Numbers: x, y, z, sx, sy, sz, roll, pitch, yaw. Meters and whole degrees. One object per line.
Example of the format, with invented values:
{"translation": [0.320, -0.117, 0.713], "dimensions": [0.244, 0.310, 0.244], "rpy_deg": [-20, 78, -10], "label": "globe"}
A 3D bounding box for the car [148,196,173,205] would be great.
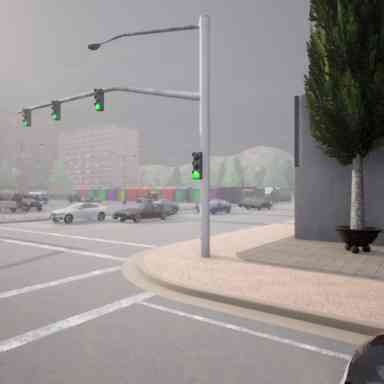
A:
{"translation": [-5.239, 1.393, 54.882], "dimensions": [3.806, 1.475, 1.970], "rpy_deg": [0, 0, 35], "label": "car"}

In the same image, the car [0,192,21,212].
{"translation": [-19.919, 1.151, 34.138], "dimensions": [4.605, 1.855, 1.932], "rpy_deg": [0, 0, 35], "label": "car"}

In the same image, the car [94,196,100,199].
{"translation": [-19.519, 1.360, 64.940], "dimensions": [3.905, 1.438, 1.784], "rpy_deg": [0, 0, 35], "label": "car"}

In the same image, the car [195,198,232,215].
{"translation": [2.436, 1.524, 34.547], "dimensions": [1.812, 1.442, 4.674], "rpy_deg": [0, 0, 37], "label": "car"}

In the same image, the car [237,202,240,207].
{"translation": [8.652, 1.546, 48.696], "dimensions": [2.033, 1.411, 5.357], "rpy_deg": [0, 0, 37], "label": "car"}

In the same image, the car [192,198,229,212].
{"translation": [2.316, 1.490, 40.252], "dimensions": [2.128, 1.511, 4.902], "rpy_deg": [0, 0, 37], "label": "car"}

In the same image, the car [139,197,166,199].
{"translation": [-3.160, 1.524, 32.890], "dimensions": [1.812, 1.442, 4.674], "rpy_deg": [0, 0, 37], "label": "car"}

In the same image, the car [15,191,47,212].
{"translation": [-18.205, 1.154, 36.471], "dimensions": [3.866, 1.878, 1.905], "rpy_deg": [0, 0, 35], "label": "car"}

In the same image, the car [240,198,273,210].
{"translation": [8.730, 1.546, 42.988], "dimensions": [2.033, 1.411, 5.357], "rpy_deg": [0, 0, 37], "label": "car"}

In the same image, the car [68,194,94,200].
{"translation": [-21.242, 1.150, 62.611], "dimensions": [4.605, 1.855, 1.932], "rpy_deg": [0, 0, 35], "label": "car"}

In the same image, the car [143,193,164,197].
{"translation": [-6.918, 1.154, 52.523], "dimensions": [3.866, 1.878, 1.905], "rpy_deg": [0, 0, 35], "label": "car"}

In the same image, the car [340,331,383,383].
{"translation": [3.358, 1.492, 1.570], "dimensions": [4.902, 1.511, 2.128], "rpy_deg": [0, 0, 36], "label": "car"}

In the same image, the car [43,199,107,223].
{"translation": [-8.546, 1.524, 25.547], "dimensions": [1.812, 1.442, 4.674], "rpy_deg": [0, 0, 38], "label": "car"}

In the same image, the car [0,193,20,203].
{"translation": [-36.747, 1.149, 66.763], "dimensions": [4.605, 1.855, 1.932], "rpy_deg": [0, 0, 35], "label": "car"}

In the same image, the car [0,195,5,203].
{"translation": [-38.254, 1.359, 64.542], "dimensions": [3.905, 1.438, 1.784], "rpy_deg": [0, 0, 35], "label": "car"}

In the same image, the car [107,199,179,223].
{"translation": [-3.707, 1.546, 26.283], "dimensions": [2.033, 1.411, 5.357], "rpy_deg": [0, 0, 36], "label": "car"}
